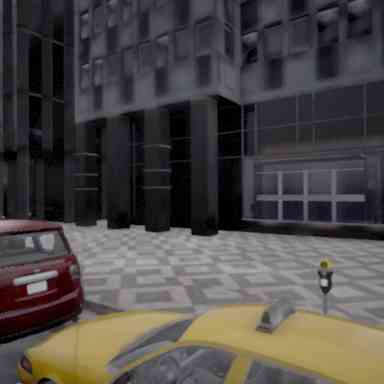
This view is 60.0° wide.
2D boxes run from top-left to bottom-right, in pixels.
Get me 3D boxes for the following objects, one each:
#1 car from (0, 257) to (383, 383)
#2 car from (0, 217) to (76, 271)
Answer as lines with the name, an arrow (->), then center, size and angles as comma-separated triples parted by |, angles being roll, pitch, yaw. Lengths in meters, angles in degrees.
car -> 0.423, 1.535, 2.659 | 4.829, 1.417, 1.752 | -1, 0, 35
car -> -4.001, 1.376, 5.812 | 5.009, 1.841, 2.192 | -1, 0, 35
